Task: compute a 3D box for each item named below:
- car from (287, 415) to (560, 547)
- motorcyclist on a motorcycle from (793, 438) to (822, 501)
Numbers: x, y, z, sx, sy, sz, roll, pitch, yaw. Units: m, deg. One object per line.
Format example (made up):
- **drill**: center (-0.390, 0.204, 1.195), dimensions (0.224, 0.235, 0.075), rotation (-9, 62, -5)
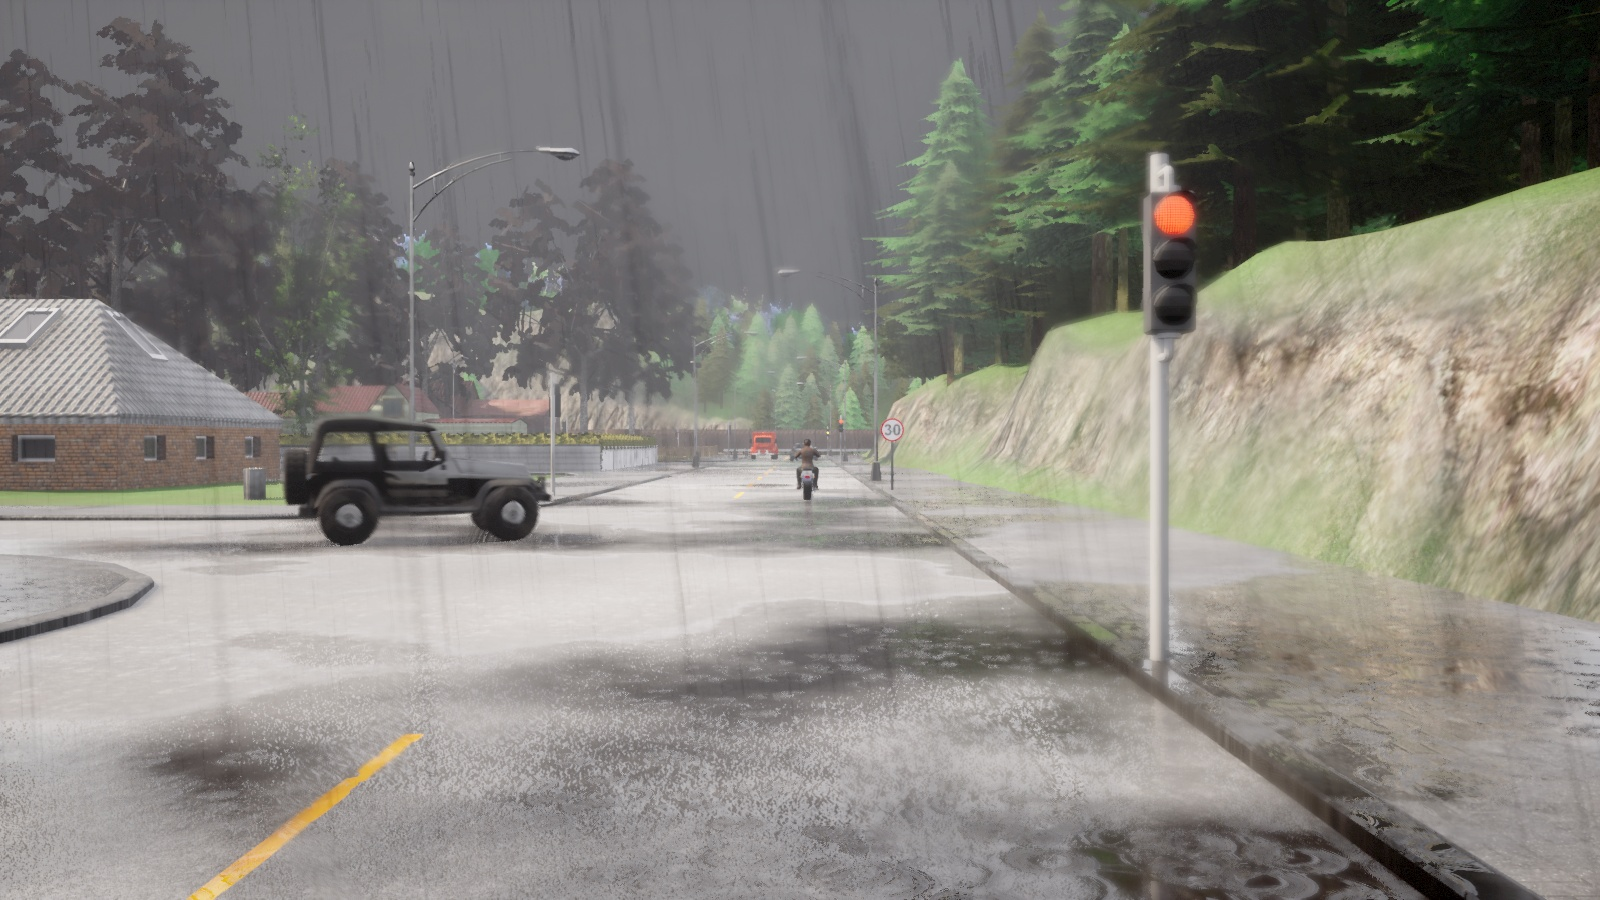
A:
- **car**: center (-5.831, 0.428, 19.406), dimensions (3.866, 1.878, 1.905), rotation (0, 1, -22)
- **motorcyclist on a motorcycle**: center (0.210, 0.506, 33.807), dimensions (0.766, 1.649, 2.350), rotation (0, 0, 1)
